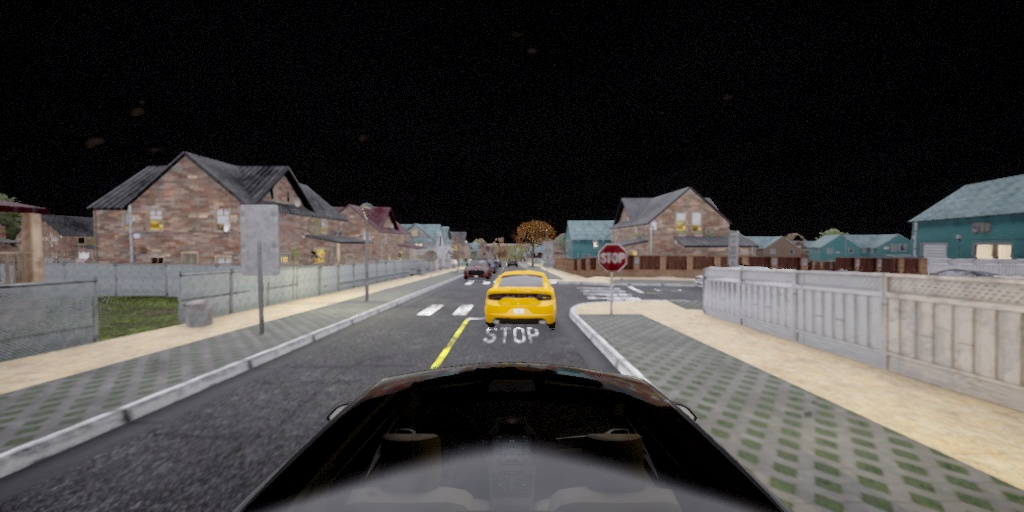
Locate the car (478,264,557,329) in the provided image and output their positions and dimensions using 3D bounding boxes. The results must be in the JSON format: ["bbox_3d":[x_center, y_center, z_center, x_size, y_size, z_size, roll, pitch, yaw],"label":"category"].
[{"bbox_3d":[0.389,1.192,11.261,1.882,1.535,5.008,0,0,5],"label":"car"}]

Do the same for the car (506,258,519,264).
[{"bbox_3d":[0.117,1.227,62.522,1.837,1.490,4.892,0,0,0],"label":"car"}]

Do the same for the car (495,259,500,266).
[{"bbox_3d":[-2.833,1.021,40.451,2.097,1.767,4.553,0,0,0],"label":"car"}]

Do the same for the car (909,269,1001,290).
[{"bbox_3d":[22.432,1.384,17.972,4.181,1.385,1.994,1,2,13],"label":"car"}]

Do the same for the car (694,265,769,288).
[{"bbox_3d":[12.589,1.233,19.688,4.674,1.442,1.812,1,2,8],"label":"car"}]

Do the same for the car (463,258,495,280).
[{"bbox_3d":[-2.839,1.023,30.487,2.097,1.767,4.553,0,0,0],"label":"car"}]

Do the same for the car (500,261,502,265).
[{"bbox_3d":[-2.825,1.232,50.679,2.033,1.411,5.357,0,0,0],"label":"car"}]

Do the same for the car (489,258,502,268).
[{"bbox_3d":[-2.780,1.194,61.095,1.882,1.535,5.008,0,0,1],"label":"car"}]
